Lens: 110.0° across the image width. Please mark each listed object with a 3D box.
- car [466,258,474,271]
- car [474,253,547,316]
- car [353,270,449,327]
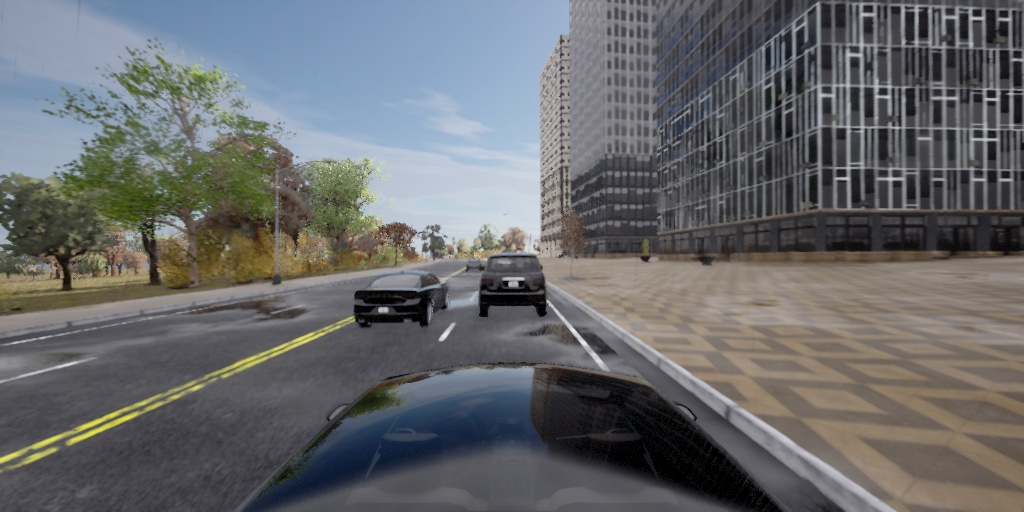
[{"bbox_3d":[-4.529,1.026,43.432,2.128,1.511,4.902,0,0,-4],"label":"car"},{"bbox_3d":[-0.006,0.898,13.192,2.150,2.045,5.566,0,0,-1],"label":"car"},{"bbox_3d":[-3.232,1.175,11.370,1.882,1.535,5.008,0,0,-1],"label":"car"}]
